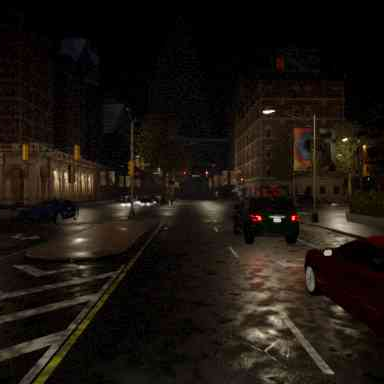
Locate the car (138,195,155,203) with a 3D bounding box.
[{"bbox_3d":[-9.084,1.564,66.468,1.994,1.385,4.181,0,0,0],"label":"car"}]

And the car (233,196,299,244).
[{"bbox_3d":[3.356,1.221,15.942,2.150,2.045,5.566,0,0,-1],"label":"car"}]

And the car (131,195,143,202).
[{"bbox_3d":[-12.747,1.525,77.691,2.128,1.511,4.902,0,0,-1],"label":"car"}]

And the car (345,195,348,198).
[{"bbox_3d":[36.687,1.481,78.785,2.231,1.521,4.892,0,0,-1],"label":"car"}]

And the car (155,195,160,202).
[{"bbox_3d":[-9.246,1.500,77.652,1.837,1.490,4.892,0,0,-1],"label":"car"}]

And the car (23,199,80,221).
[{"bbox_3d":[-8.314,1.093,20.061,1.882,1.535,5.008,0,0,-1],"label":"car"}]

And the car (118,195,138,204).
[{"bbox_3d":[-12.578,1.491,66.039,2.128,1.511,4.902,0,0,0],"label":"car"}]

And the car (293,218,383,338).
[{"bbox_3d":[3.521,1.478,5.663,1.882,1.535,5.008,0,0,-1],"label":"car"}]

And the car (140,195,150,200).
[{"bbox_3d":[-12.976,1.525,91.880,2.128,1.511,4.902,0,0,-1],"label":"car"}]
